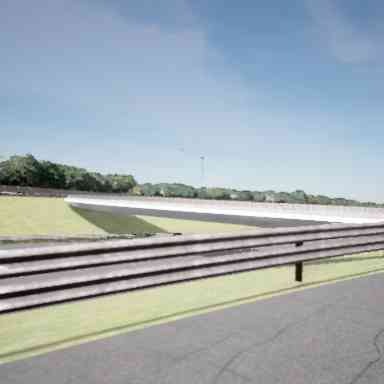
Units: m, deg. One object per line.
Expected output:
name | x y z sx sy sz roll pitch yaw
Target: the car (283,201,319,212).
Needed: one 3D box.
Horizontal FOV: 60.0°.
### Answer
car | 14.615 2.008 44.483 4.553 1.767 2.097 2 -2 28
